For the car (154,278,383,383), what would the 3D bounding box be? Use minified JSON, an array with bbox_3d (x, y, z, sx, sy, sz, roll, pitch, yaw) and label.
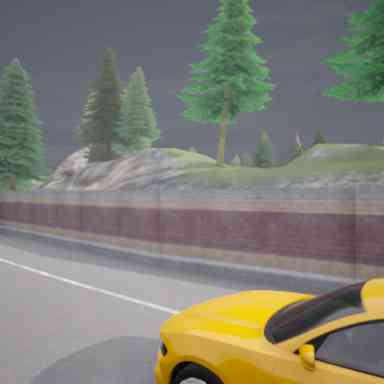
[{"bbox_3d":[1.913,1.490,2.717,5.008,1.535,1.882,0,0,36],"label":"car"}]
